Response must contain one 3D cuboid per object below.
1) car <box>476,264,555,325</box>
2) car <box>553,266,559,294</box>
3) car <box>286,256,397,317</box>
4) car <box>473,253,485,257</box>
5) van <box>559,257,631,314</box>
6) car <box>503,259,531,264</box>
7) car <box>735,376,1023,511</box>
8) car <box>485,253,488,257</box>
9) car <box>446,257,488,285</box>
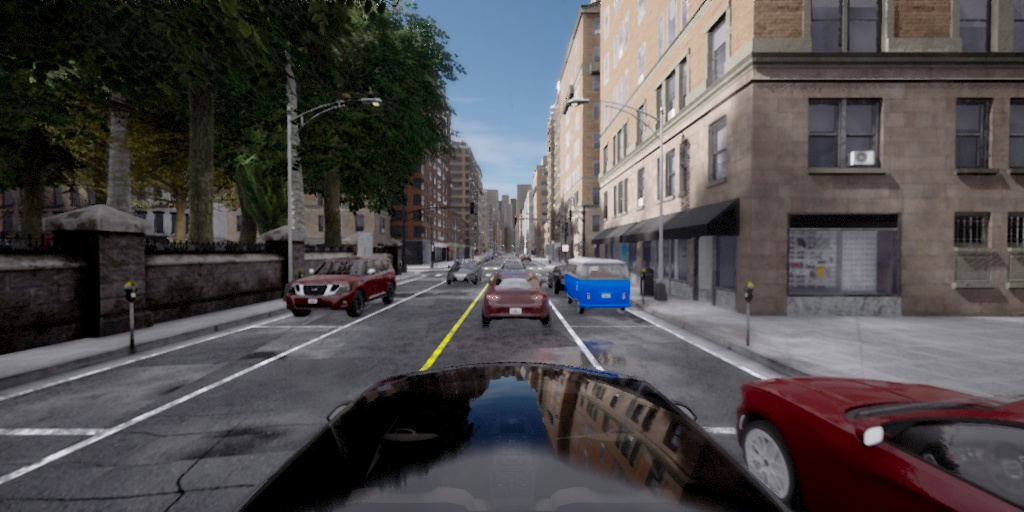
[{"bbox_3d":[0.109,1.164,11.143,1.812,1.442,4.674,0,1,0],"label":"car"},{"bbox_3d":[2.862,1.117,18.410,1.948,1.339,4.313,0,0,0],"label":"car"},{"bbox_3d":[-5.664,0.935,12.712,2.192,1.841,5.009,0,0,0],"label":"car"},{"bbox_3d":[-5.651,0.606,56.228,1.751,1.417,4.829,0,0,0],"label":"car"},{"bbox_3d":[2.860,0.960,12.750,1.690,1.789,3.998,0,0,0],"label":"van"},{"bbox_3d":[0.083,1.076,24.599,1.895,1.301,4.718,0,1,-1],"label":"car"},{"bbox_3d":[2.857,1.298,1.430,1.888,1.381,4.507,0,0,0],"label":"car"},{"bbox_3d":[-5.649,0.566,61.848,2.007,1.370,4.403,0,0,0],"label":"car"},{"bbox_3d":[-2.993,1.014,23.201,2.128,1.511,4.902,0,1,0],"label":"car"}]
